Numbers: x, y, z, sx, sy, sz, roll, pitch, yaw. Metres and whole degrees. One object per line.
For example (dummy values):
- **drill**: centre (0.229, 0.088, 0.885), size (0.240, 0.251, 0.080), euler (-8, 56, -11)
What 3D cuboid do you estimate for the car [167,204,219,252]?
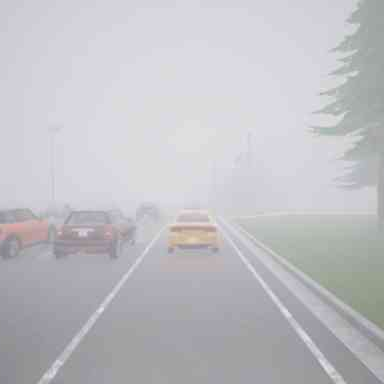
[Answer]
- **car**: centre (0.054, 1.486, 13.976), size (1.882, 1.535, 5.008), euler (0, 0, 0)

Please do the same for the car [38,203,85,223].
- **car**: centre (-10.462, 1.618, 27.082), size (1.895, 1.301, 4.718), euler (0, 0, 1)

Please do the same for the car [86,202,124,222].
- **car**: centre (-6.960, 1.581, 27.132), size (1.994, 1.385, 4.181), euler (0, 0, 1)

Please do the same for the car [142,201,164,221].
- **car**: centre (-3.461, 1.523, 27.382), size (1.837, 1.490, 4.892), euler (0, 0, 0)

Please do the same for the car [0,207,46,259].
- **car**: centre (-6.955, 1.359, 12.728), size (2.097, 1.767, 4.553), euler (0, 0, 1)

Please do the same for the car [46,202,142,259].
- **car**: centre (-3.455, 1.359, 12.728), size (2.097, 1.767, 4.553), euler (0, 0, 1)

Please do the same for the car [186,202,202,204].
- **car**: centre (0.162, 1.543, 27.700), size (1.812, 1.442, 4.674), euler (0, 0, 3)
